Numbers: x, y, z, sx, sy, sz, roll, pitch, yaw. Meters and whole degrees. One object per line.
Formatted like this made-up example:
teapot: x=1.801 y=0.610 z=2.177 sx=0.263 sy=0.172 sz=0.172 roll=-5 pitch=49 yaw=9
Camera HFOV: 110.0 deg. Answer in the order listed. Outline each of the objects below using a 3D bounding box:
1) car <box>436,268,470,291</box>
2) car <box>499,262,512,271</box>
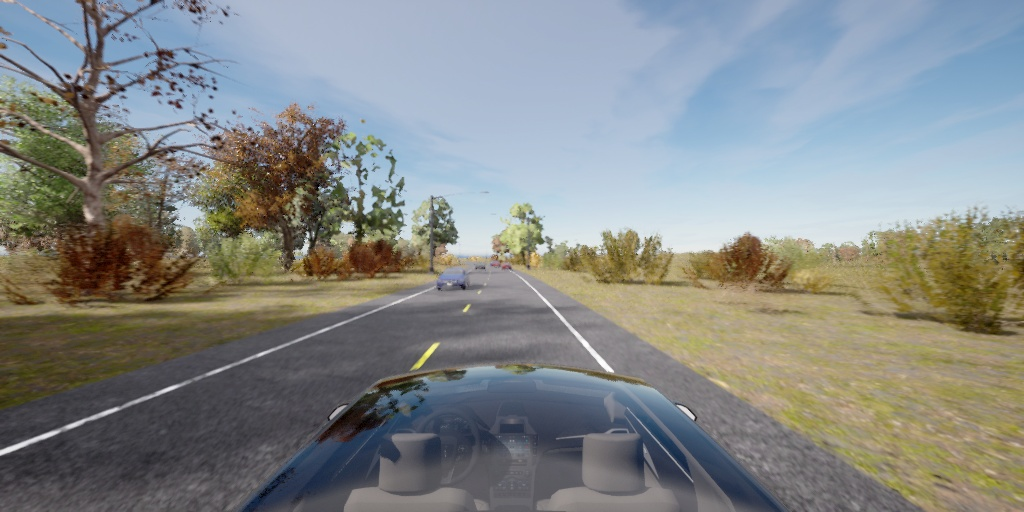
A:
car: x=-3.904 y=1.520 z=24.438 sx=1.812 sy=1.442 sz=4.674 roll=0 pitch=-1 yaw=-1
car: x=-0.996 y=1.898 z=65.297 sx=1.812 sy=1.442 sz=4.674 roll=0 pitch=-1 yaw=-4
